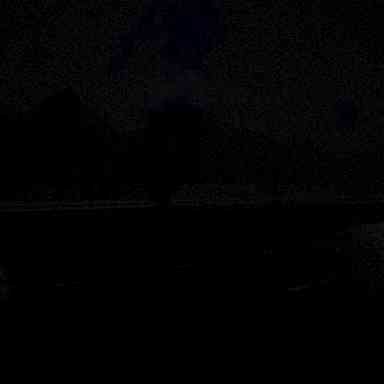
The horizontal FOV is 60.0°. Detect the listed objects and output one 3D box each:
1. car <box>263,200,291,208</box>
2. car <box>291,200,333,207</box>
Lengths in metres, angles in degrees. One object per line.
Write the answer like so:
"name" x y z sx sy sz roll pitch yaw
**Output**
"car" 8.947 1.504 31.744 5.357 1.411 2.033 0 0 -35
"car" 10.979 1.518 28.894 4.181 1.385 1.994 0 0 -35
